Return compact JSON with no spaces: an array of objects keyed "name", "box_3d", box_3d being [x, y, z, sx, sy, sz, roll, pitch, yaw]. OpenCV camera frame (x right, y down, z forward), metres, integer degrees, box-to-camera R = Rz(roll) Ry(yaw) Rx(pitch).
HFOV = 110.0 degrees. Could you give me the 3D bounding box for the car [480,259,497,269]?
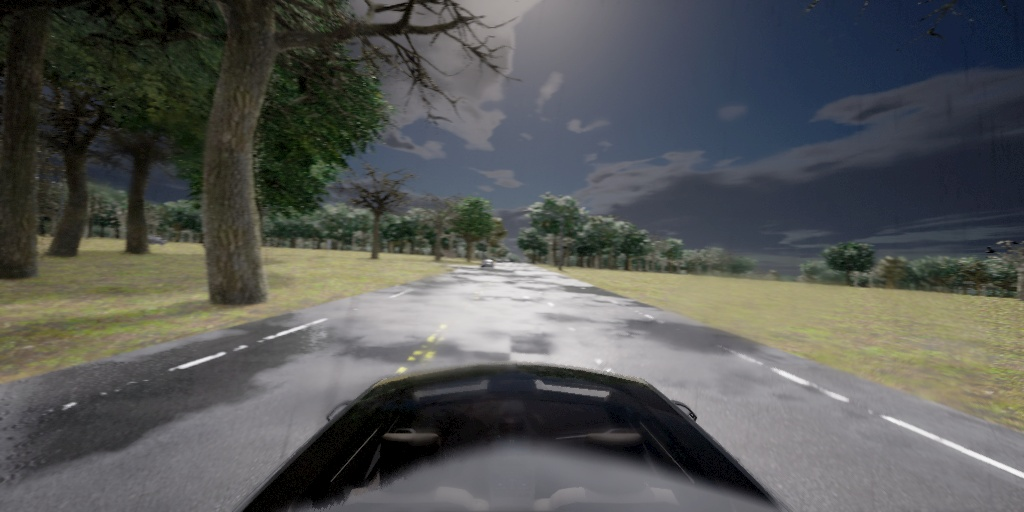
[{"name":"car","box_3d":[-3.729,1.225,54.418,1.994,1.385,4.181,3,-1,0]}]
